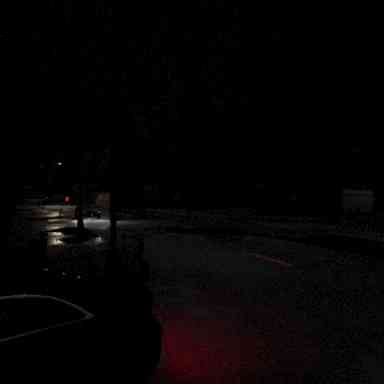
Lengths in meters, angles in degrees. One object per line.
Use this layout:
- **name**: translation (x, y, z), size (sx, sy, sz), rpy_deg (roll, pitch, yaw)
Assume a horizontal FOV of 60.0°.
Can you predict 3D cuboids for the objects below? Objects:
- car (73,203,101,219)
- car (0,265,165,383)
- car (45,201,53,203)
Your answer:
- **car**: translation (-9.898, 1.764, 31.406), size (1.812, 1.442, 4.674), rpy_deg (1, -1, -28)
- **car**: translation (-2.526, 1.502, 2.774), size (4.902, 1.511, 2.128), rpy_deg (1, 0, -40)
- **car**: translation (-28.844, 1.980, 67.362), size (2.033, 1.411, 5.357), rpy_deg (1, -1, -28)
